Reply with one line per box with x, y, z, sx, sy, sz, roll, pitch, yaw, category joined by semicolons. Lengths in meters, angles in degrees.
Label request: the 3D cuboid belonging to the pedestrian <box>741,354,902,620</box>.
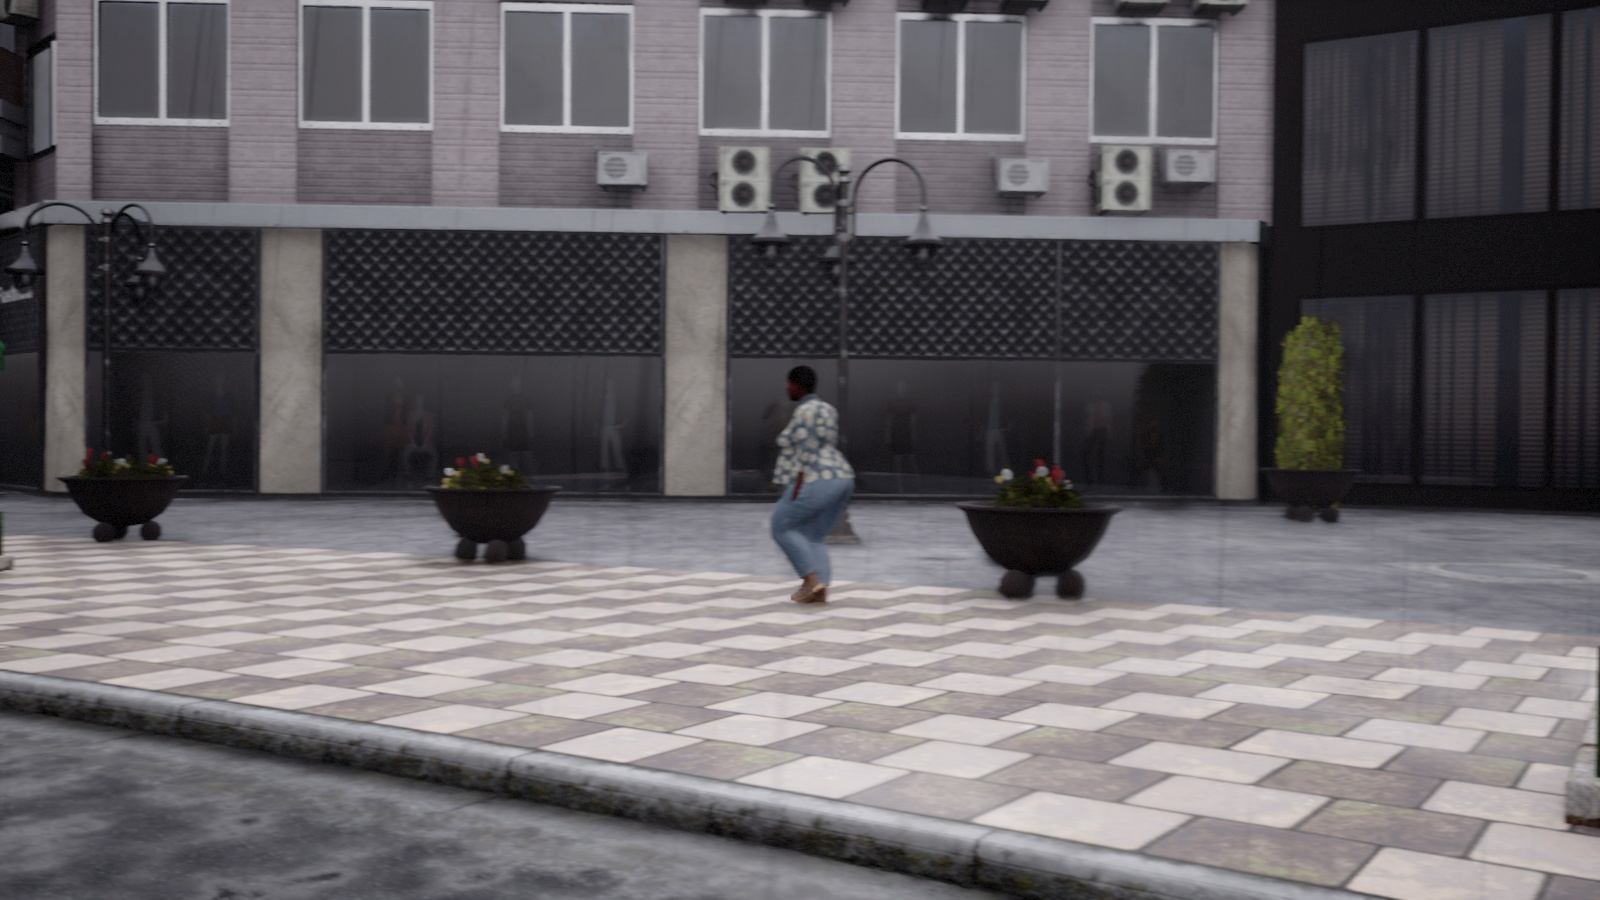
0.176;0.251;9.355;0.900;1.855;0.874;0;1;26;pedestrian
